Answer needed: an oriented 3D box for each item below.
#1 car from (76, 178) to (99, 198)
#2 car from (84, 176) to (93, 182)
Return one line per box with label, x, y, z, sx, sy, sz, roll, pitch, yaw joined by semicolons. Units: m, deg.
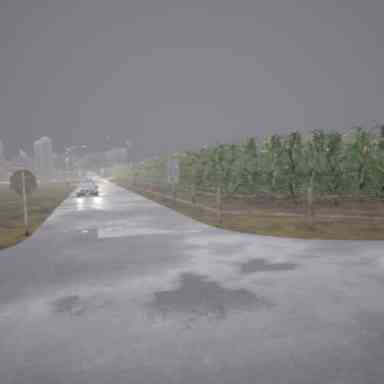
car;-10.017;-0.242;31.898;1.812;1.442;4.674;-3;5;-17
car;-24.029;-3.012;77.187;1.994;1.385;4.181;-3;4;-17
